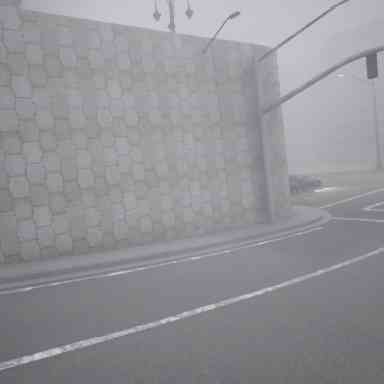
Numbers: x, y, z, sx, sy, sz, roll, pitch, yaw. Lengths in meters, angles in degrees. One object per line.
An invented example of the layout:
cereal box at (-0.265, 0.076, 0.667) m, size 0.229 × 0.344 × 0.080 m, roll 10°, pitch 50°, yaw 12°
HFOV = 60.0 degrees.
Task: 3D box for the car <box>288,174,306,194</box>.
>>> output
car at (6.812, -0.600, 28.343) m, size 2.097 × 1.767 × 4.553 m, roll -10°, pitch 6°, yaw -35°

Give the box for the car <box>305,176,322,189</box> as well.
car at (9.633, -0.903, 30.405) m, size 1.994 × 1.385 × 4.181 m, roll -10°, pitch 6°, yaw -34°
